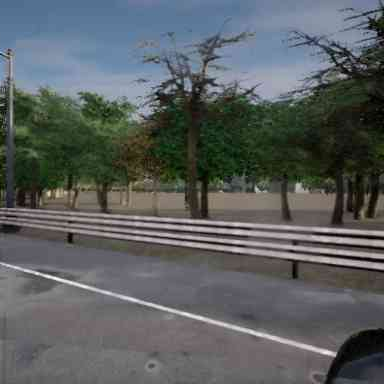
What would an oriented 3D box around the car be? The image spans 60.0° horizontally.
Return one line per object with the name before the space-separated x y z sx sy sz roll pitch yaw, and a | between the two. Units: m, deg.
car | 2.941 1.568 1.940 4.181 1.385 1.994 0 0 35
